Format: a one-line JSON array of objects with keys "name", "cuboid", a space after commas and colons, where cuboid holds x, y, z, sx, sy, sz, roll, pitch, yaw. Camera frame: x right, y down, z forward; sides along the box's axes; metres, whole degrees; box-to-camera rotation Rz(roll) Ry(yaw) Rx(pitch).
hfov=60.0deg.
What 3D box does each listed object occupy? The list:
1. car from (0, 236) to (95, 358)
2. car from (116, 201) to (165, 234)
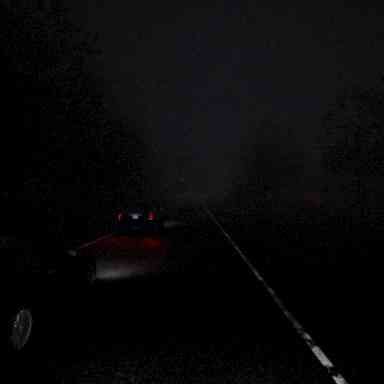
[{"name": "car", "cuboid": [-3.190, 1.499, 5.857, 1.812, 1.442, 4.674, 0, 0, 1]}, {"name": "car", "cuboid": [-2.753, 1.266, 18.739, 2.097, 1.767, 4.553, 0, 0, 2]}]
